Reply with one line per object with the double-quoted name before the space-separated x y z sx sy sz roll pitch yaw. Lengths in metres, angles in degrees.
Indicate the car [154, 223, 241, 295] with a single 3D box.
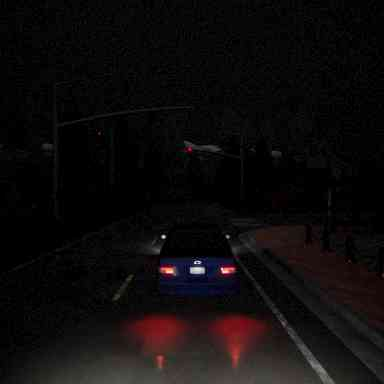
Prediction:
"car" 0.102 1.547 8.860 2.033 1.411 5.357 0 0 0
